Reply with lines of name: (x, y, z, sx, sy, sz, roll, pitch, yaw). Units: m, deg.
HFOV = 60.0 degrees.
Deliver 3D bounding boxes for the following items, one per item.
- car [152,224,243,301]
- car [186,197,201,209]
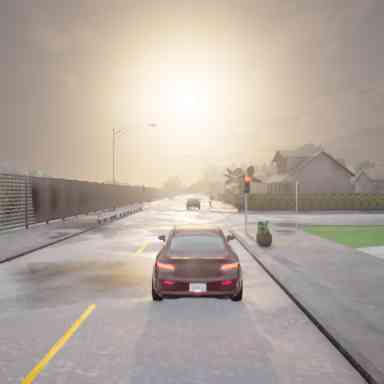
car: (0.109, 1.523, 8.177, 1.812, 1.442, 4.674, 0, 0, 0)
car: (0.186, 1.492, 44.092, 1.837, 1.490, 4.892, 0, 0, 0)
